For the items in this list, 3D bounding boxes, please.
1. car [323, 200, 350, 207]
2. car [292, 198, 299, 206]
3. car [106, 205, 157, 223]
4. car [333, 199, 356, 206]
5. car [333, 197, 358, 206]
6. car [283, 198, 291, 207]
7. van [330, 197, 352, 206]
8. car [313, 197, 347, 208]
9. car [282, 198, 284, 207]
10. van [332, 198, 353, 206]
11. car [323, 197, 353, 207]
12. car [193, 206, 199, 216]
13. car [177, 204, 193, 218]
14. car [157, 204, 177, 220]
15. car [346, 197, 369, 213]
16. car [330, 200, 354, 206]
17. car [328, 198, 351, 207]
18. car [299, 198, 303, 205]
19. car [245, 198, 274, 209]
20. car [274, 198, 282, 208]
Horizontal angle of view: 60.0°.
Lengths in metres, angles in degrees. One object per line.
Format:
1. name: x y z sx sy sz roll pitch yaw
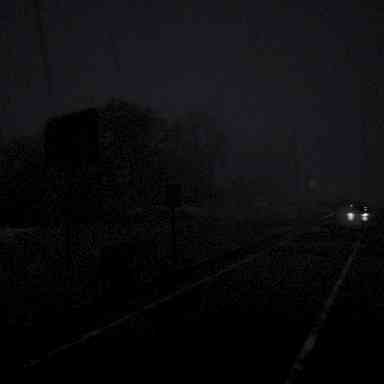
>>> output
1. car: 29.708 2.354 68.468 4.892 1.521 2.231 -1 -2 30
2. car: 23.878 2.858 84.601 4.674 1.452 2.002 -1 -2 30
3. car: -6.161 2.151 32.138 4.674 1.452 2.002 -1 -1 30
4. car: 38.060 2.659 83.065 5.008 1.535 2.097 -1 -2 30
5. car: 39.417 2.461 85.523 5.566 2.045 2.435 -1 -2 30
6. car: 19.759 2.539 77.340 4.553 1.767 2.185 -1 -2 30
7. van: 33.986 2.274 75.713 4.442 1.987 1.878 -1 -2 30
8. car: 25.543 2.233 61.168 4.892 1.521 2.231 -1 -1 30
9. car: 16.966 2.614 72.520 4.674 1.452 2.002 -1 -2 30
10. van: 36.563 2.383 80.697 4.442 1.987 1.878 -1 -2 30
11. car: 31.080 2.150 70.920 5.566 2.045 2.435 -1 -2 30
12. car: -1.341 2.239 40.553 4.674 1.452 2.002 -1 -1 30
13. car: -2.914 2.171 37.826 5.008 1.535 2.097 -1 -1 30
14. car: -4.531 2.142 34.980 4.892 1.521 2.231 -1 -1 30
15. car: 21.825 1.841 43.411 2.097 1.767 4.553 -1 -1 30
16. car: 35.282 2.556 78.196 4.892 1.521 2.231 -1 -2 30
17. car: 32.523 2.324 73.318 4.553 1.767 2.185 -1 -2 30
18. car: 25.417 2.863 86.930 5.366 1.575 1.946 -1 -2 30
19. car: 12.820 2.462 65.268 5.008 1.535 2.097 -1 -1 30
20. car: 15.578 2.533 70.104 5.008 1.535 2.097 -1 -1 30
